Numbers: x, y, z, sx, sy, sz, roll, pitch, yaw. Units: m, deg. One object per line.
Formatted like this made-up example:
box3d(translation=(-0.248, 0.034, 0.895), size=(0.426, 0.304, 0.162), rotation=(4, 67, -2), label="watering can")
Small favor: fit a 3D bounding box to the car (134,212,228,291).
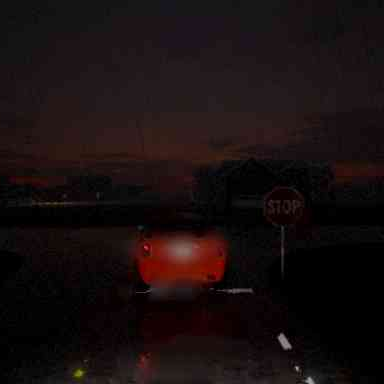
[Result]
box3d(translation=(-0.450, 1.326, 9.232), size=(2.097, 1.767, 4.553), rotation=(0, 0, -7), label="car")
